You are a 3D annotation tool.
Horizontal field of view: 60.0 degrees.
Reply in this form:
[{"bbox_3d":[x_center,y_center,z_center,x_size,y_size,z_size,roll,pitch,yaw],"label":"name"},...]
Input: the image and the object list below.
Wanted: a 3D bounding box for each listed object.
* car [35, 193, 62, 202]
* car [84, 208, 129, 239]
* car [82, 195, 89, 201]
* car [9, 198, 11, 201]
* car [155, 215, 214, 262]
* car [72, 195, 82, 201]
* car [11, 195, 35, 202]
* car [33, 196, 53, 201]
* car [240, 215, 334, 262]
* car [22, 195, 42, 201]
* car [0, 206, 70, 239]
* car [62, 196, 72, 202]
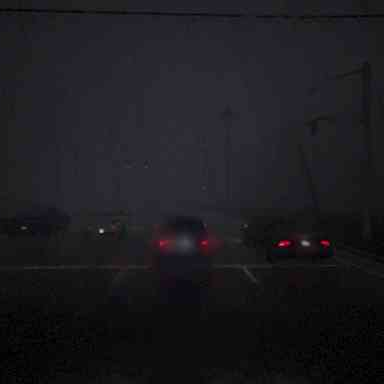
[{"bbox_3d":[-32.264,1.283,74.707,5.566,2.045,2.150,0,0,35],"label":"car"},{"bbox_3d":[-4.349,1.539,17.394,1.812,1.442,4.674,0,0,-6],"label":"car"},{"bbox_3d":[-28.298,1.421,84.682,4.553,1.767,2.097,0,0,32],"label":"car"},{"bbox_3d":[-41.609,1.486,79.734,5.008,1.535,1.882,0,0,18],"label":"car"},{"bbox_3d":[-0.363,1.557,12.143,2.033,1.411,5.357,0,0,-4],"label":"car"},{"bbox_3d":[-29.800,1.616,81.473,4.181,1.385,1.994,0,0,32],"label":"car"},{"bbox_3d":[-37.271,1.413,73.762,4.553,1.767,2.097,0,0,28],"label":"car"},{"bbox_3d":[-38.540,1.590,86.049,4.718,1.301,1.895,0,0,21],"label":"car"},{"bbox_3d":[3.135,1.557,12.165,2.033,1.411,5.357,0,0,-4],"label":"car"},{"bbox_3d":[-39.866,1.525,82.811,4.674,1.442,1.812,0,0,21],"label":"car"},{"bbox_3d":[-7.882,1.491,17.551,1.882,1.535,5.008,0,0,-6],"label":"car"},{"bbox_3d":[-31.033,1.656,78.106,4.718,1.301,1.895,0,0,32],"label":"car"}]
